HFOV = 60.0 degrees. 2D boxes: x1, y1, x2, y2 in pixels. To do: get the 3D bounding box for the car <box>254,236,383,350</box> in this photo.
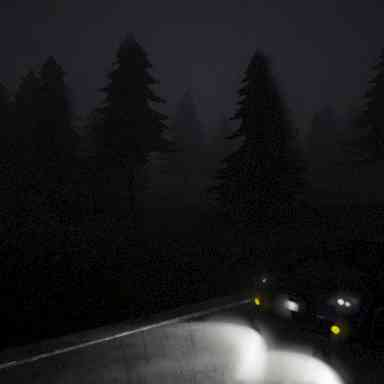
[{"bbox_3d":[3.135,1.564,6.271,4.181,1.385,1.994,0,0,-36],"label":"car"}]
